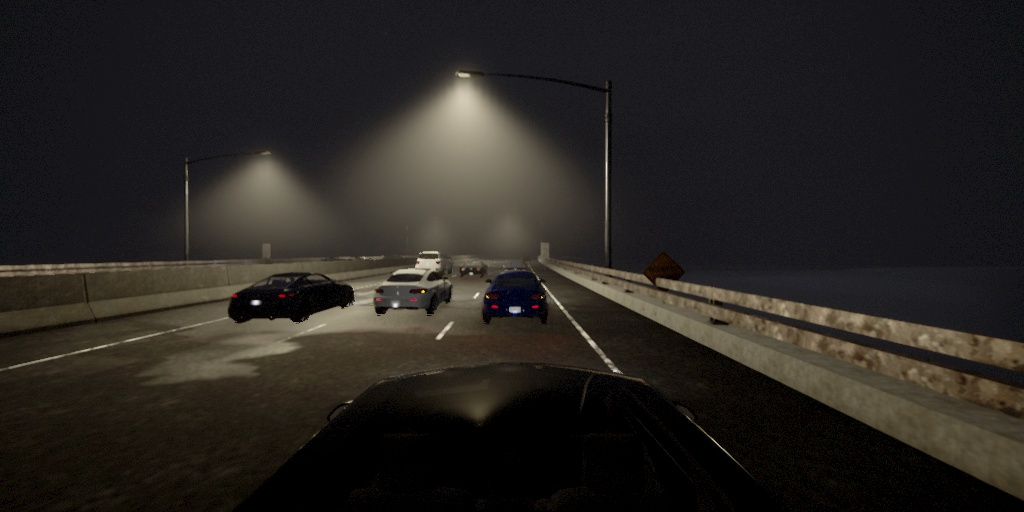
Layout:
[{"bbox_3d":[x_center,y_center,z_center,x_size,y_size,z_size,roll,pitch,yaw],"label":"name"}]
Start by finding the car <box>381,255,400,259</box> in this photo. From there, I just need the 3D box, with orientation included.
[{"bbox_3d":[-16.828,0.621,49.439,2.097,1.767,4.553,0,1,2],"label":"car"}]

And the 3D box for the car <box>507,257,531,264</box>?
[{"bbox_3d":[0.299,1.034,26.853,2.033,1.411,5.357,0,1,1],"label":"car"}]

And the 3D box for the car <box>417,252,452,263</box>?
[{"bbox_3d":[-6.607,0.667,30.969,2.150,2.045,5.566,0,0,1],"label":"car"}]

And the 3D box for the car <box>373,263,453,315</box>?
[{"bbox_3d":[-3.368,1.157,12.779,1.812,1.442,4.674,0,1,1],"label":"car"}]

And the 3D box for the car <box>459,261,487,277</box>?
[{"bbox_3d":[-3.125,1.055,30.145,1.895,1.301,4.718,0,1,1],"label":"car"}]

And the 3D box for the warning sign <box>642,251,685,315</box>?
[{"bbox_3d":[4.590,0.767,10.849,1.300,1.860,1.060,0,0,0],"label":"warning sign"}]

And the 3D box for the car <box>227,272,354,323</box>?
[{"bbox_3d":[-6.885,1.207,11.693,1.994,1.385,4.181,0,1,1],"label":"car"}]

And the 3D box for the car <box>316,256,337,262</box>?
[{"bbox_3d":[-23.898,0.783,47.294,2.128,1.511,4.902,0,1,2],"label":"car"}]

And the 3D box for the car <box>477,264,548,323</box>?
[{"bbox_3d":[0.111,1.171,11.449,1.812,1.442,4.674,0,1,1],"label":"car"}]

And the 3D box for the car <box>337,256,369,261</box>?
[{"bbox_3d":[-20.402,0.784,47.151,2.128,1.511,4.902,0,1,2],"label":"car"}]
